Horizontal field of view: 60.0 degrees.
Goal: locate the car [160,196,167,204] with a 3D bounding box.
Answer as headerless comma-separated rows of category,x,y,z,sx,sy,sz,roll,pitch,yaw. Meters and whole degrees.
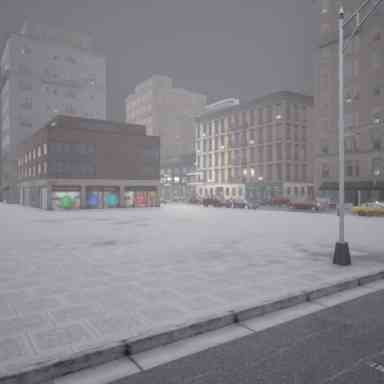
car,-6.228,1.597,62.032,1.802,1.307,4.206,0,0,-35

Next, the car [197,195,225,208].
car,3.510,1.332,48.115,2.192,1.841,5.009,0,0,-35

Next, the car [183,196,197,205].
car,0.996,1.510,56.253,1.837,1.490,4.892,0,0,-34

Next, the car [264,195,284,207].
car,13.332,1.295,48.077,2.192,1.841,5.009,0,0,-35

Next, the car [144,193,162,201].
car,-9.392,1.291,80.548,2.192,1.841,5.009,0,0,-35

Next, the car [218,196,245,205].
car,6.742,1.504,57.494,1.752,1.417,4.829,0,0,-35

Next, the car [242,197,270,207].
car,10.086,1.545,52.716,1.947,1.339,4.313,0,0,-35

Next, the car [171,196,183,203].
car,-2.899,1.527,71.271,2.008,1.369,4.403,0,0,-35

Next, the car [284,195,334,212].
car,13.430,1.362,38.368,2.097,1.767,4.553,0,0,-35

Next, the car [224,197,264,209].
car,6.757,1.569,43.476,2.008,1.369,4.403,0,0,-35

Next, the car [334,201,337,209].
car,16.579,1.421,43.438,1.967,1.590,4.097,0,0,-35

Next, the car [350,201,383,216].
car,16.594,1.546,29.420,1.752,1.417,4.829,0,0,-35
